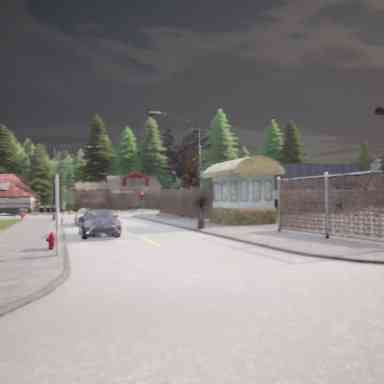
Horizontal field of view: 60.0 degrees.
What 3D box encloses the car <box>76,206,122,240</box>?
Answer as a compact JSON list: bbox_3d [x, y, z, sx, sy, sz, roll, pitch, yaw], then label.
[{"bbox_3d":[-5.586,1.774,20.008,2.097,1.767,4.553,-1,-1,-22],"label":"car"}]
